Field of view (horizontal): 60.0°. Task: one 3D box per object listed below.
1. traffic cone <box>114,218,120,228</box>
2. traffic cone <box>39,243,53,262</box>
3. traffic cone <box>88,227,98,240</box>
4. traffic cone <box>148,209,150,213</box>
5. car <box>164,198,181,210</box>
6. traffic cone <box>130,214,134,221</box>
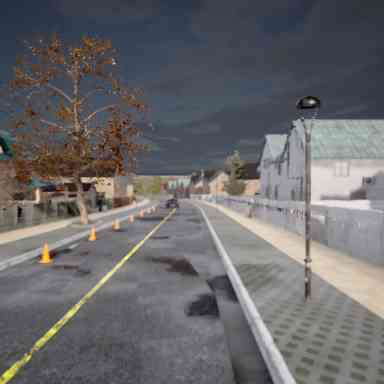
[{"bbox_3d":[-4.664,1.937,20.727,0.340,0.580,0.340,0,0,0],"label":"traffic cone"},{"bbox_3d":[-4.696,1.937,10.712,0.340,0.580,0.340,0,0,0],"label":"traffic cone"},{"bbox_3d":[-4.681,1.936,15.719,0.340,0.580,0.340,0,0,0],"label":"traffic cone"},{"bbox_3d":[-4.627,1.958,35.731,0.340,0.580,0.340,0,0,0],"label":"traffic cone"},{"bbox_3d":[-2.550,1.528,44.052,1.837,1.490,4.892,0,0,-3],"label":"car"},{"bbox_3d":[-4.648,1.940,25.734,0.340,0.580,0.340,0,0,0],"label":"traffic cone"}]
